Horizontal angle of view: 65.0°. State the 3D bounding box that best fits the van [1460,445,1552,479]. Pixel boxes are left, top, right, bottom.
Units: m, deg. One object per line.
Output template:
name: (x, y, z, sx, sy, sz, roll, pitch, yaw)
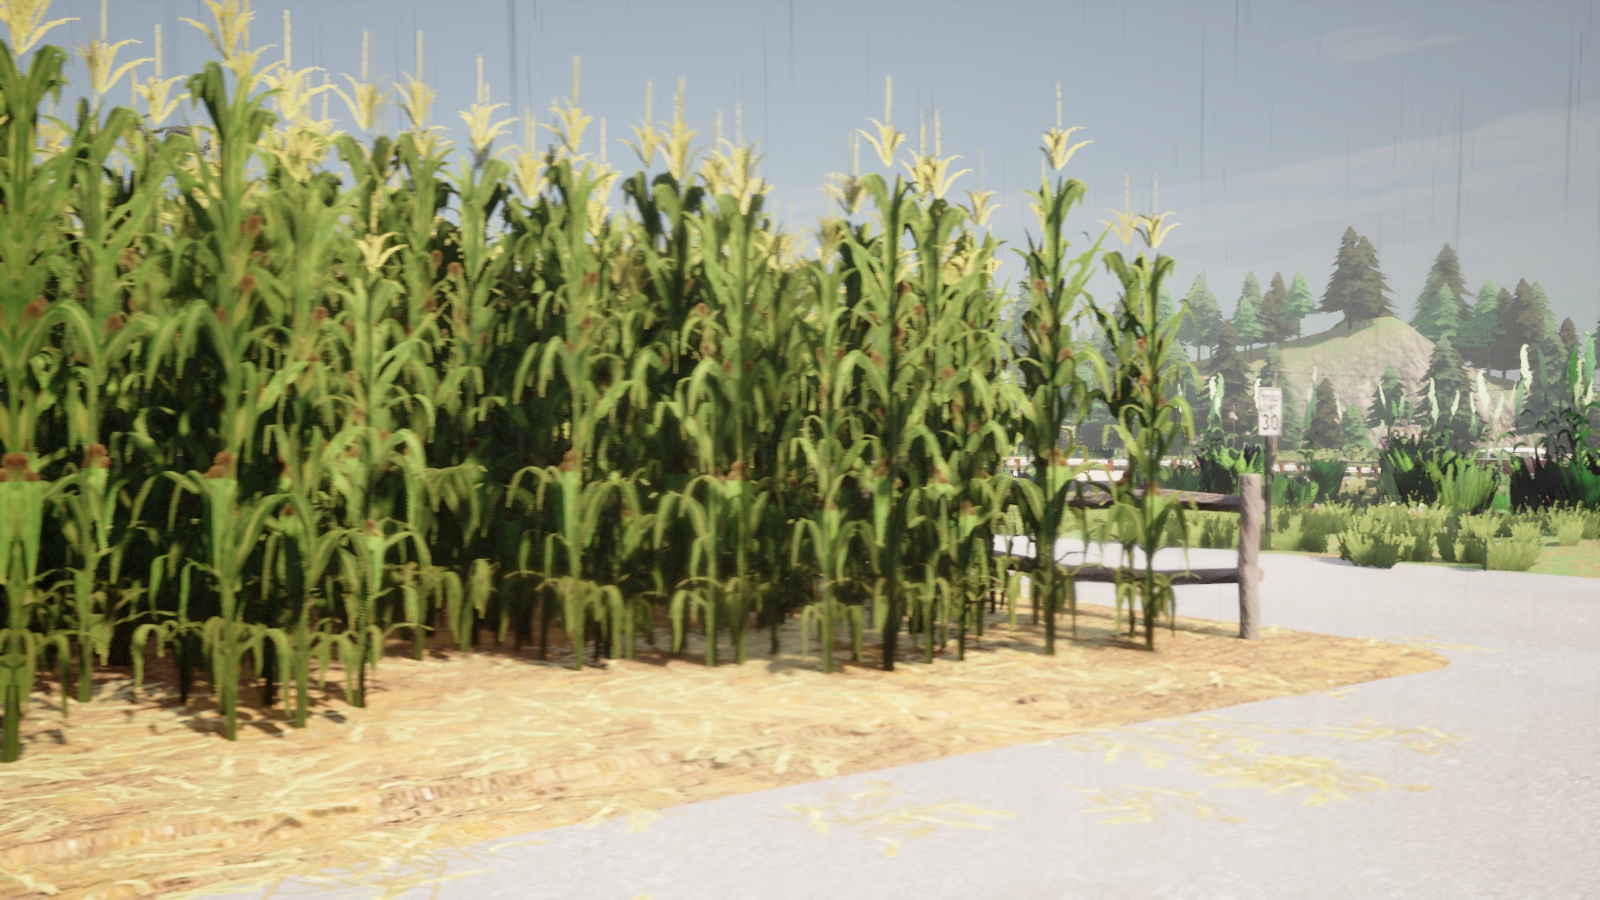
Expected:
van: (43.579, 0.694, 77.621, 2.069, 2.038, 4.480, 1, 0, -36)
